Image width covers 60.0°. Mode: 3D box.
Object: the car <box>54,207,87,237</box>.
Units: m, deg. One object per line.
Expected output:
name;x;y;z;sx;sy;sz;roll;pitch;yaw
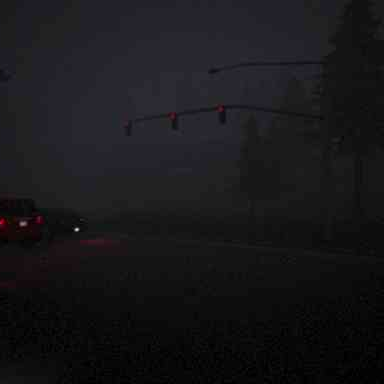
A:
car;-7.466;1.492;16.683;4.892;1.490;1.837;0;0;30

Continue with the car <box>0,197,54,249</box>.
car;-8.320;1.215;13.171;5.566;2.045;2.150;0;0;30
